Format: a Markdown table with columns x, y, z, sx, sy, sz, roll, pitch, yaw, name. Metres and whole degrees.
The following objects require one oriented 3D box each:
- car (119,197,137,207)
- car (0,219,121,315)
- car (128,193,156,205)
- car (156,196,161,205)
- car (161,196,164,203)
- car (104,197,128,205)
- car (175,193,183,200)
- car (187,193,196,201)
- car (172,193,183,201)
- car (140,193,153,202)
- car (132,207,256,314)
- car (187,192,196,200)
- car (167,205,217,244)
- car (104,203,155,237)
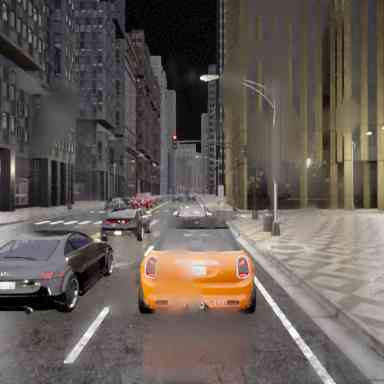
| x | y | z | sx | sy | sz | roll | pitch | yaw | name |
| --- | --- | --- | --- | --- | --- | --- | --- | --- | --- |
| -9.905 | 1.476 | 51.588 | 1.994 | 1.385 | 4.181 | 0 | 0 | 0 | car |
| -3.164 | 1.562 | 7.674 | 1.994 | 1.385 | 4.181 | 0 | 0 | 0 | car |
| -6.622 | 1.156 | 44.790 | 2.150 | 2.045 | 5.566 | 0 | 0 | 2 | car |
| -6.648 | 1.427 | 54.941 | 1.812 | 1.442 | 4.674 | 0 | 0 | 0 | car |
| -6.608 | 1.412 | 65.552 | 2.033 | 1.411 | 5.357 | 0 | 0 | 1 | car |
| -9.896 | 1.445 | 42.675 | 1.837 | 1.490 | 4.892 | 0 | 0 | 0 | car |
| -3.347 | 1.134 | 84.322 | 1.837 | 1.490 | 4.892 | 0 | 0 | 0 | car |
| -0.085 | 1.352 | 74.321 | 1.812 | 1.442 | 4.674 | 0 | 0 | 0 | car |
| -3.335 | 1.183 | 74.286 | 2.097 | 1.767 | 4.553 | 0 | 0 | 0 | car |
| -9.833 | 1.198 | 72.067 | 2.097 | 1.767 | 4.553 | 0 | 0 | 0 | car |
| 0.095 | 1.350 | 7.771 | 2.097 | 1.767 | 4.553 | 0 | 0 | 0 | car |
| -0.097 | 0.989 | 84.295 | 2.097 | 1.767 | 4.553 | 0 | 0 | 0 | car |
| 0.013 | 1.482 | 16.777 | 2.128 | 1.511 | 4.902 | 0 | 0 | 1 | car |
| -3.166 | 1.495 | 16.570 | 1.837 | 1.490 | 4.892 | 0 | 0 | 0 | car |
